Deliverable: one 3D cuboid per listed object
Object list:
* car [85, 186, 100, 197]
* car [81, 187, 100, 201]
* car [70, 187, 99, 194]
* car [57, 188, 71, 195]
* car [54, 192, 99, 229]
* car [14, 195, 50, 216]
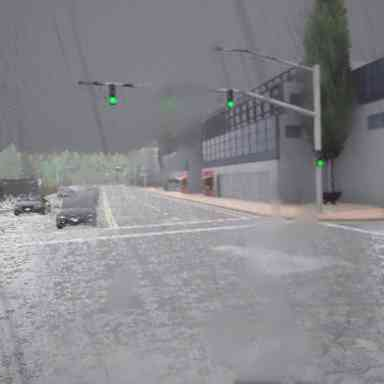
[{"bbox_3d":[-16.200,-0.137,54.337,2.128,1.511,4.902,-3,2,-15],"label":"car"},{"bbox_3d":[-13.231,0.191,43.449,2.128,1.511,4.902,-3,3,-15],"label":"car"},{"bbox_3d":[-10.167,0.538,31.838,1.882,1.535,5.008,-3,2,-15],"label":"car"},{"bbox_3d":[-18.085,0.192,47.753,2.128,1.511,4.902,-3,2,-15],"label":"car"},{"bbox_3d":[-6.074,0.988,17.707,1.837,1.490,4.892,-3,2,-16],"label":"car"},{"bbox_3d":[-11.883,0.960,24.908,1.994,1.385,4.181,-3,2,-15],"label":"car"}]
